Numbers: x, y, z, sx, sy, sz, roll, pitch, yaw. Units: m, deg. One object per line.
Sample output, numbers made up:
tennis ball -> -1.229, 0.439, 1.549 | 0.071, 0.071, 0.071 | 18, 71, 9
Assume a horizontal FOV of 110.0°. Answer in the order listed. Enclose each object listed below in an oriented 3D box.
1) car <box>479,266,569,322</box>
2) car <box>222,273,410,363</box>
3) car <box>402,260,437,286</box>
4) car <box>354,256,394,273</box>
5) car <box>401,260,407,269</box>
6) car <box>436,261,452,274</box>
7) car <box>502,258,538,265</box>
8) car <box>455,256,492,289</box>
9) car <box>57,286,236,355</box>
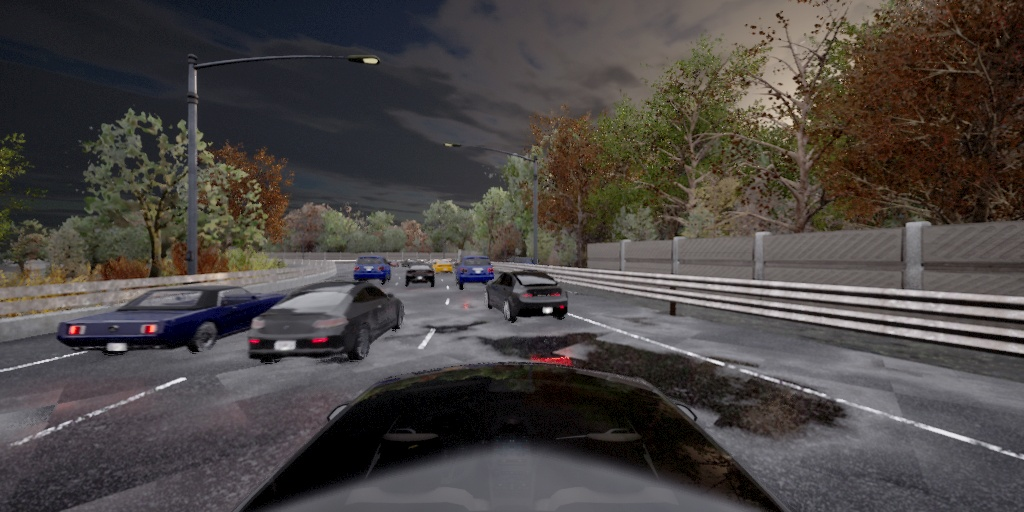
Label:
car -> 0.329, 1.284, 12.588 | 1.837, 1.490, 4.892 | 0, 0, -17
car -> -3.820, 1.292, 8.113 | 1.812, 1.442, 4.674 | 0, 0, -3
car -> -6.608, 1.289, 25.859 | 1.882, 1.535, 5.008 | 0, 0, -13
car -> -10.509, 1.036, 27.198 | 2.150, 2.045, 5.566 | 0, 0, -14
car -> -17.036, 1.374, 59.667 | 1.882, 1.535, 5.008 | 0, 0, -31
car -> -8.442, 1.331, 42.916 | 1.882, 1.535, 5.008 | 0, 0, -21
car -> 0.575, 1.224, 43.950 | 5.566, 2.045, 2.150 | 2, -1, 35
car -> -2.564, 1.028, 23.881 | 2.150, 2.045, 5.566 | 0, 0, -12
car -> -7.353, 1.370, 8.737 | 1.895, 1.301, 4.718 | 0, 0, -4
